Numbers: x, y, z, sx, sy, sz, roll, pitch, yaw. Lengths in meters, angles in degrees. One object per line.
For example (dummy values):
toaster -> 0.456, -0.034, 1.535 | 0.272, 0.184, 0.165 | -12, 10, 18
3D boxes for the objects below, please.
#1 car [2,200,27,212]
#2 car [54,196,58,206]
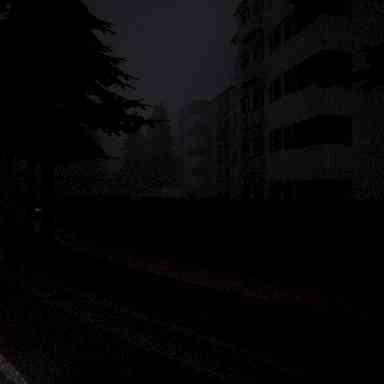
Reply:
car -> -20.130, 1.564, 38.794 | 1.994, 1.385, 4.181 | 0, 0, 2
car -> -19.098, 1.352, 49.146 | 2.097, 1.767, 4.553 | 0, 0, 16
